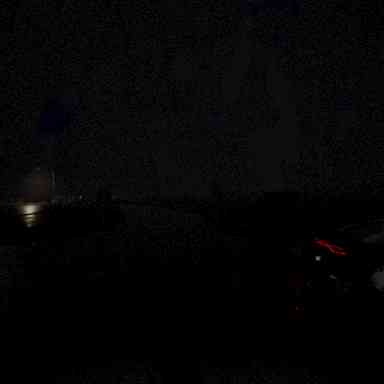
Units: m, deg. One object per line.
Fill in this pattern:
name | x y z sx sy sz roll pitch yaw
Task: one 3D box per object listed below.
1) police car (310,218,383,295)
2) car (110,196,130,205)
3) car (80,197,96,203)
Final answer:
police car | 5.547 1.297 7.907 5.238 1.638 1.930 -1 2 -1
car | -11.896 1.355 54.042 1.882 1.535 5.008 -1 0 -38
car | -18.935 1.562 61.757 4.718 1.301 1.895 -1 1 41
